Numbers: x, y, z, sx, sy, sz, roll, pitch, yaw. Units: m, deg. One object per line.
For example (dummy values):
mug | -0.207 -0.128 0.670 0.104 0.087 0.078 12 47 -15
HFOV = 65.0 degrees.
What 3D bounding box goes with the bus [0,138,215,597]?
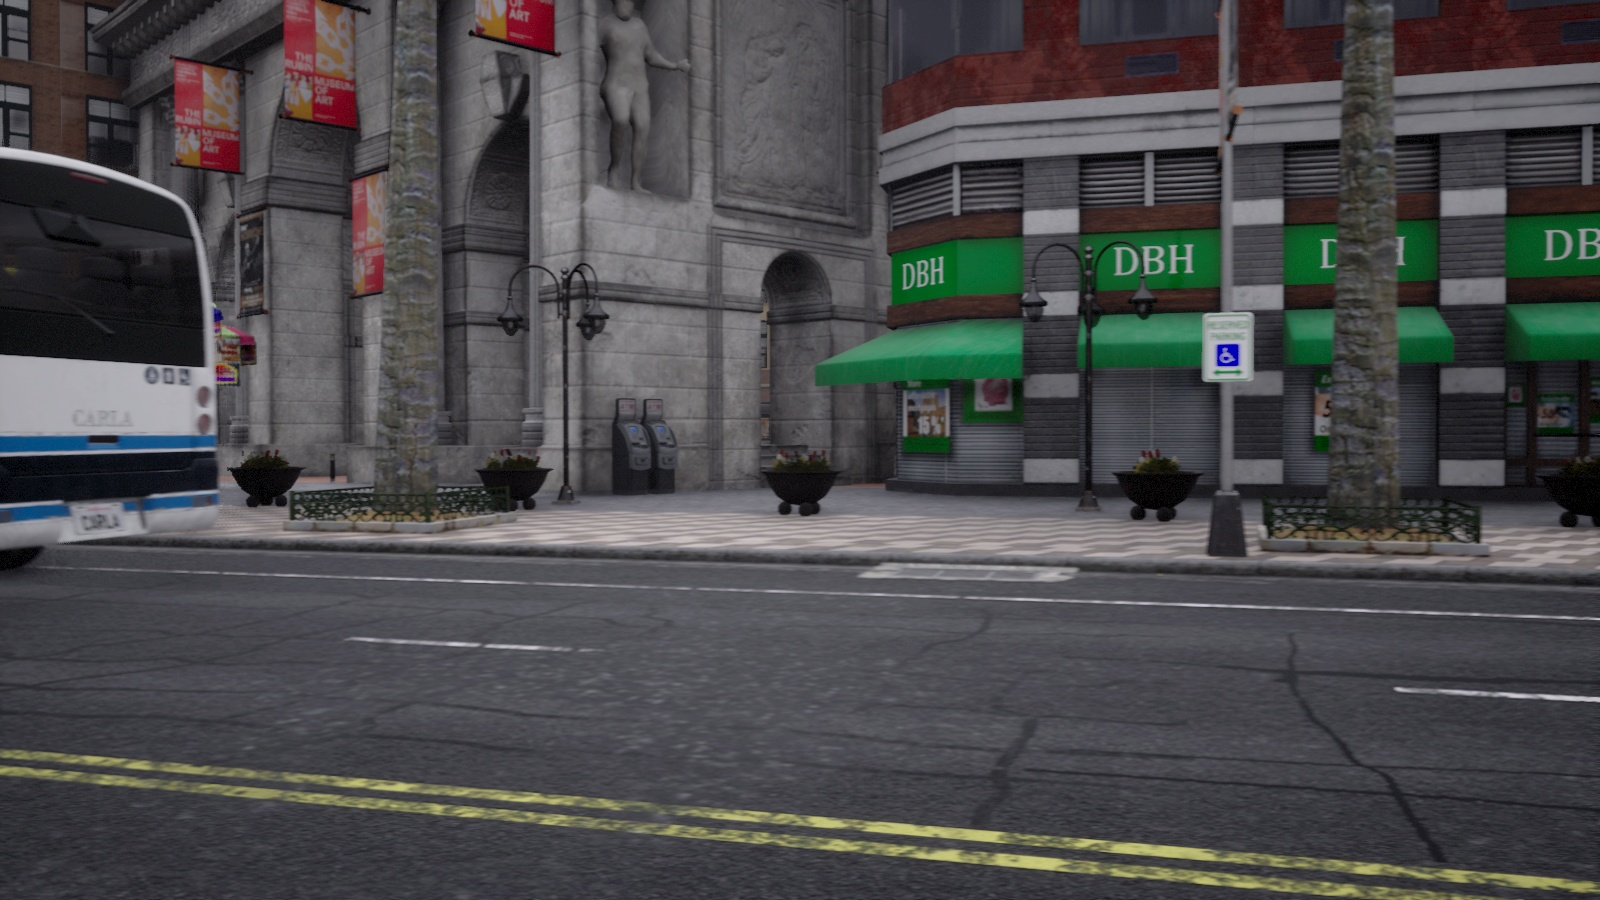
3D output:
bus | -12.147 -0.815 13.807 10.273 4.253 3.944 0 1 16
